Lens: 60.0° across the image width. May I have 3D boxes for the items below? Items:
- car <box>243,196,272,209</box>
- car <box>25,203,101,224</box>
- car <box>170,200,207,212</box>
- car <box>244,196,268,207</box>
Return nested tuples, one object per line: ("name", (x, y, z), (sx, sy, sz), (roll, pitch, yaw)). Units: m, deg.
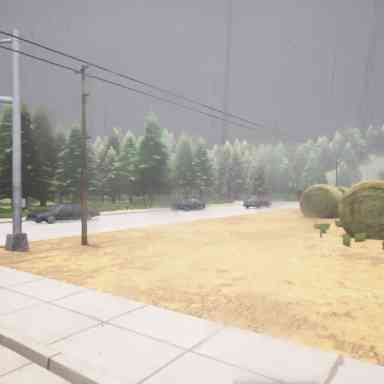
("car", (8.502, 1.413, 43.083), (2.033, 1.411, 5.357), (0, 0, 37))
("car", (-9.513, 1.554, 25.021), (2.033, 1.411, 5.357), (0, 0, 37))
("car", (-0.385, 1.527, 37.308), (1.895, 1.301, 4.718), (0, 0, 37))
("car", (9.916, 1.398, 51.026), (1.812, 1.442, 4.674), (0, 0, 37))
